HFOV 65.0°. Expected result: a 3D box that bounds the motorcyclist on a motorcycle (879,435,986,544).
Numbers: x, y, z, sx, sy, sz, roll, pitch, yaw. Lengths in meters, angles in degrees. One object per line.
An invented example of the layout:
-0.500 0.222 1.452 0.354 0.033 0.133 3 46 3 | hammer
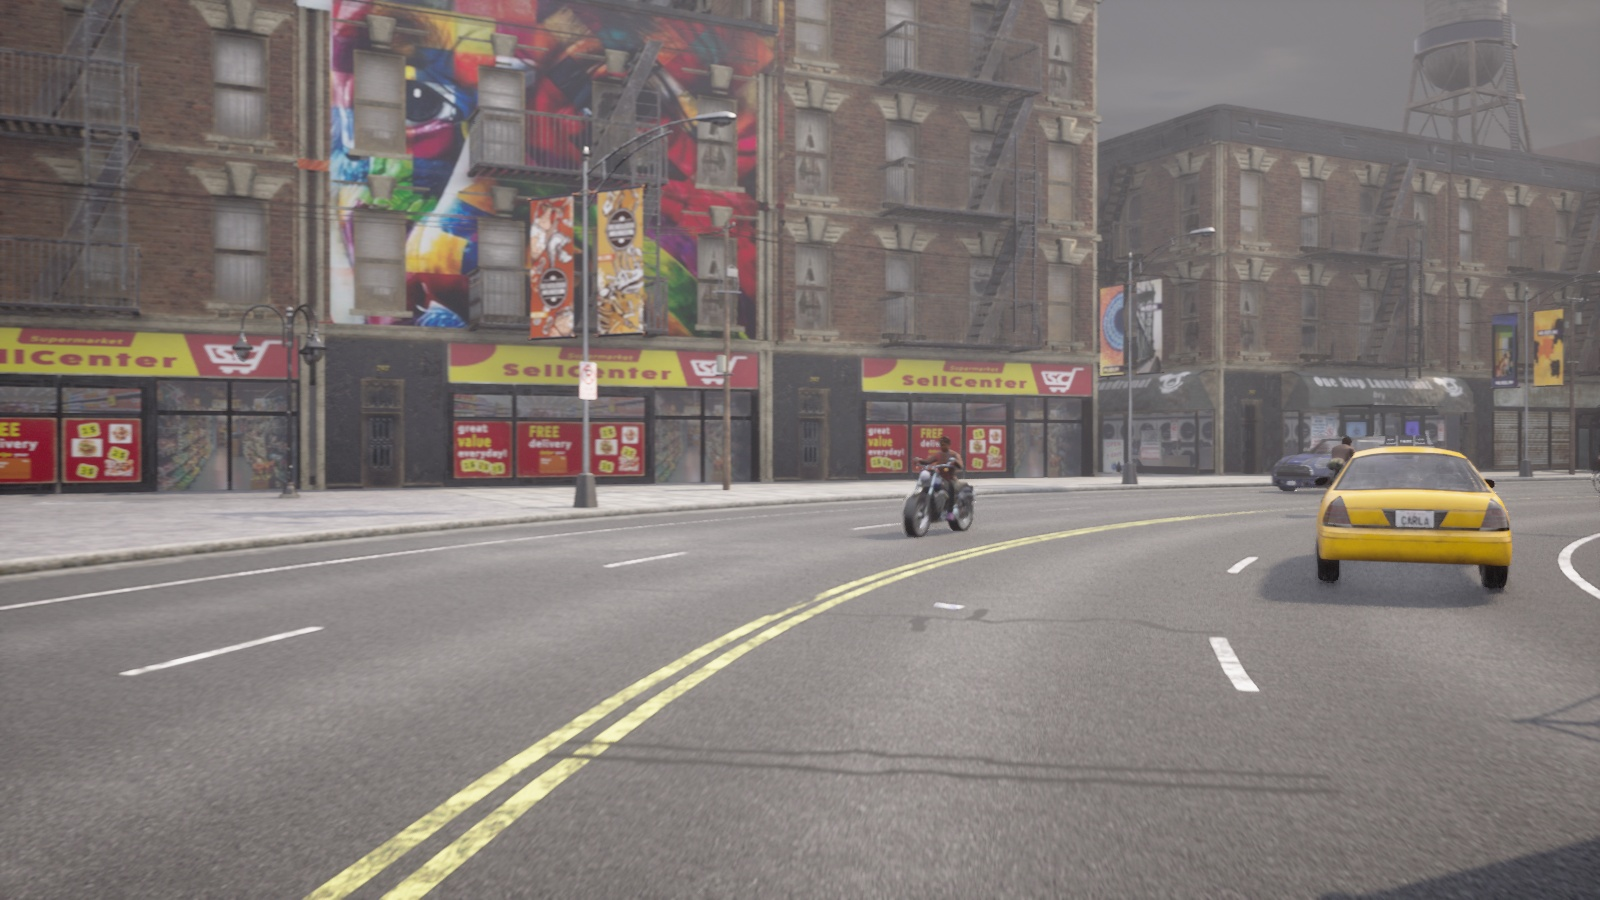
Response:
2.176 0.586 20.271 0.766 1.649 2.350 1 1 32 | motorcyclist on a motorcycle

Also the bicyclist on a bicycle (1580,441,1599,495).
24.513 0.527 38.149 1.656 1.620 0.582 0 1 -26 | bicyclist on a bicycle

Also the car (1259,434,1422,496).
16.347 0.419 37.993 4.553 1.767 2.097 0 0 -27 | car

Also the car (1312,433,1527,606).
6.864 0.617 14.239 1.801 1.575 5.366 0 0 24 | car
